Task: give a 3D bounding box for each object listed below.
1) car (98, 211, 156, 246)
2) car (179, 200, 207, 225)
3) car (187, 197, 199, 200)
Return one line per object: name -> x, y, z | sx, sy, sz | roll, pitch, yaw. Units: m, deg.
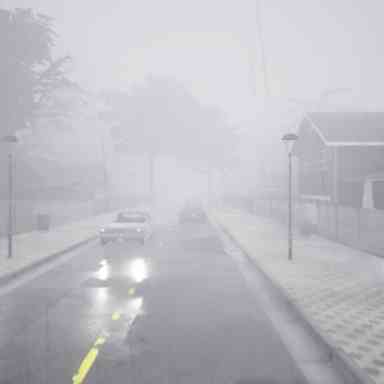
car -> -2.827, 1.600, 15.367 | 1.895, 1.301, 4.718 | 0, 0, 0
car -> 0.098, 1.567, 24.374 | 1.994, 1.385, 4.181 | 0, 0, 0
car -> 0.116, 1.365, 42.197 | 2.097, 1.767, 4.553 | 0, 0, 0
